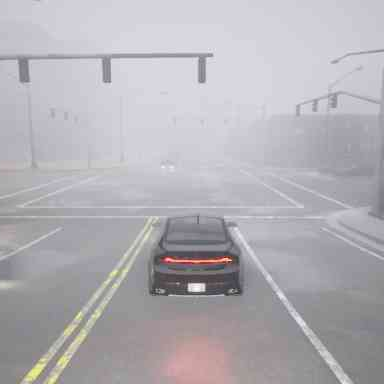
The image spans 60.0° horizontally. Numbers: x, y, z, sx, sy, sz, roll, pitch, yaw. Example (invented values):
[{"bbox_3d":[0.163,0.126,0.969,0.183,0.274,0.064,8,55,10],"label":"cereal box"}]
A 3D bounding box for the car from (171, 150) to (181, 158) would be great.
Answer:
[{"bbox_3d":[-3.479,-8.094,70.992,1.882,1.535,5.008,0,9,0],"label":"car"}]

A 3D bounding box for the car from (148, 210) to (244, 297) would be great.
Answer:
[{"bbox_3d":[0.074,1.200,8.020,1.837,1.490,4.892,0,4,0],"label":"car"}]

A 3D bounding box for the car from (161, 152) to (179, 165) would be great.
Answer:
[{"bbox_3d":[-3.582,-4.895,50.685,2.033,1.411,5.357,0,9,0],"label":"car"}]

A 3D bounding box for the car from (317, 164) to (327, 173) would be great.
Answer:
[{"bbox_3d":[15.947,-2.667,36.315,4.181,1.385,1.994,0,9,0],"label":"car"}]

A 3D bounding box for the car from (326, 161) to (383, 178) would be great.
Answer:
[{"bbox_3d":[16.652,-2.151,32.854,5.357,1.411,2.033,0,9,2],"label":"car"}]

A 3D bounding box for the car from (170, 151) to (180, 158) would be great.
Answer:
[{"bbox_3d":[-3.550,-6.654,60.815,2.097,1.767,4.553,0,9,0],"label":"car"}]
